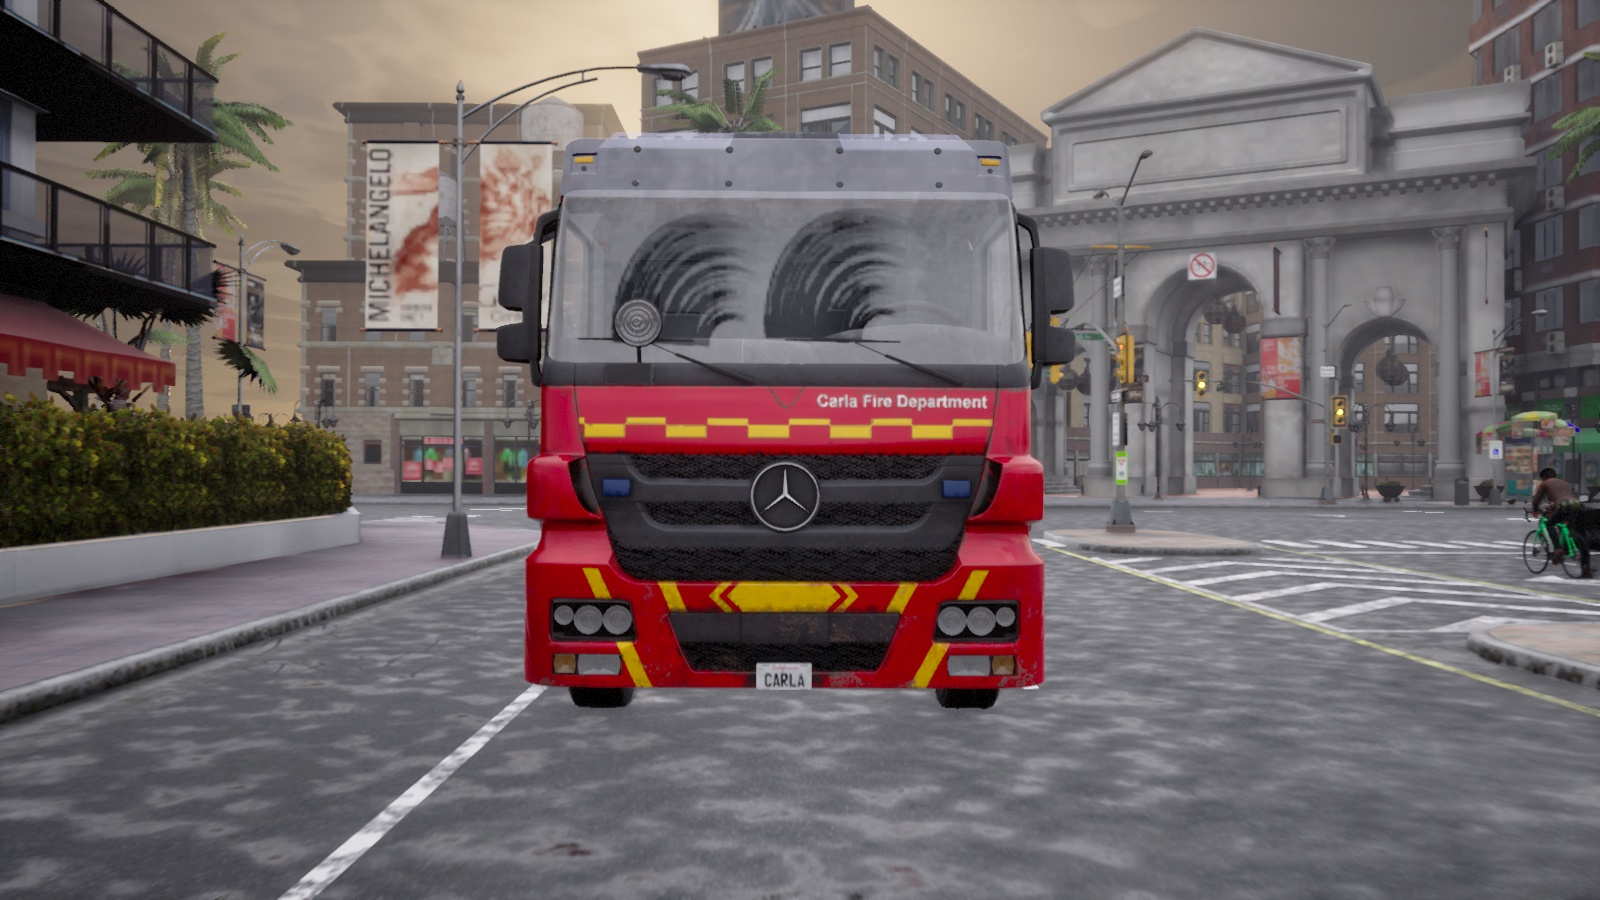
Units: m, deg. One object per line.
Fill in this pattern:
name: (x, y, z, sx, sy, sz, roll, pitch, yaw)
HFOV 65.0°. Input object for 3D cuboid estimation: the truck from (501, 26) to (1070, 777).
truck: (-0.110, -0.191, 10.644, 2.891, 3.827, 8.468, 0, -1, 0)

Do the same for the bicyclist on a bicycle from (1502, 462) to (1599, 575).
bicyclist on a bicycle: (11.308, 1.004, 18.860, 0.582, 1.620, 1.656, 0, -1, 0)

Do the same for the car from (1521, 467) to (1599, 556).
car: (14.788, 1.055, 21.587, 1.882, 1.535, 5.008, 0, -1, 0)
